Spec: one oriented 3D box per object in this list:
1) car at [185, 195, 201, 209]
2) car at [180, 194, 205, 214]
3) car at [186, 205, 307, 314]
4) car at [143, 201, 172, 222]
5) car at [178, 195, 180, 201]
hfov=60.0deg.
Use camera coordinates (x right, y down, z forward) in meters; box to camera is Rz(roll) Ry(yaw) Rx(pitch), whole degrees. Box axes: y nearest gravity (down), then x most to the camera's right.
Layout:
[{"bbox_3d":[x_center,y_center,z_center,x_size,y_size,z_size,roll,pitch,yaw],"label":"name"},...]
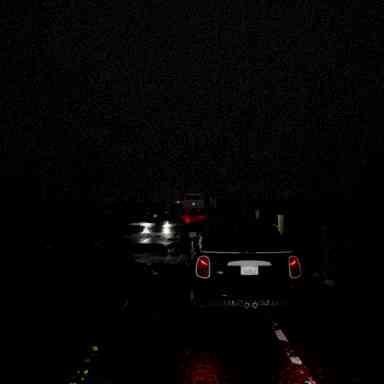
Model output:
[{"bbox_3d":[0.133,1.364,46.319,2.097,1.767,4.553,0,0,0],"label":"car"},{"bbox_3d":[0.167,1.226,35.822,2.150,2.045,5.566,0,0,0],"label":"car"},{"bbox_3d":[0.981,1.349,7.760,2.097,1.767,4.553,0,0,0],"label":"car"},{"bbox_3d":[-2.684,1.505,26.630,1.837,1.490,4.892,0,0,0],"label":"car"},{"bbox_3d":[-2.538,1.556,81.642,1.837,1.490,4.892,0,0,0],"label":"car"}]
